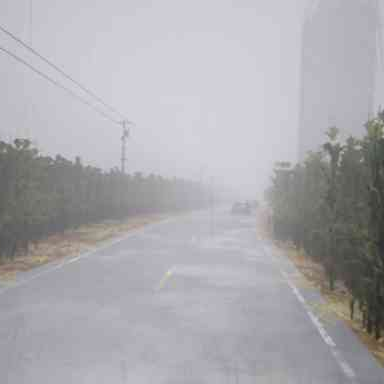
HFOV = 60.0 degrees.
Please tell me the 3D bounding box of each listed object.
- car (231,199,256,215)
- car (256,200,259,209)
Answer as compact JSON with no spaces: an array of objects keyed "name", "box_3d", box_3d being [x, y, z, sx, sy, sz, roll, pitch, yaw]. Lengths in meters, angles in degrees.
[{"name":"car","box_3d":[5.376,1.638,36.053,2.128,1.511,4.902,2,0,14]},{"name":"car","box_3d":[8.702,1.735,48.704,2.128,1.511,4.902,2,0,16]}]
